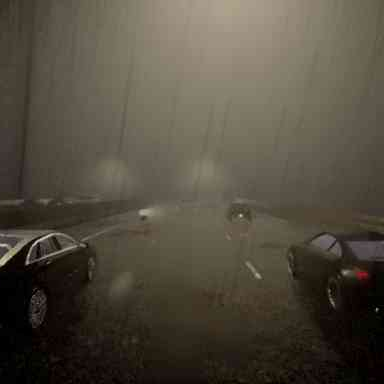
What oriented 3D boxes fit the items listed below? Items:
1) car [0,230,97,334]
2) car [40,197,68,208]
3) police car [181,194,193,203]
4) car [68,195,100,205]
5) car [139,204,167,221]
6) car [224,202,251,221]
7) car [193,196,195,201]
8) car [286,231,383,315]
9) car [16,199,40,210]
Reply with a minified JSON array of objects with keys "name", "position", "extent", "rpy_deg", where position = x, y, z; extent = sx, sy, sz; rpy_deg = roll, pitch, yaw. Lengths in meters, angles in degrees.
[{"name":"car","position":[-3.376,1.506,6.746],"extent":[2.128,1.511,4.902],"rpy_deg":[0,0,0]},{"name":"car","position":[-17.035,1.482,42.641],"extent":[2.097,1.767,4.553],"rpy_deg":[0,0,2]},{"name":"police car","position":[-1.568,1.839,81.008],"extent":[2.038,1.542,4.974],"rpy_deg":[0,0,3]},{"name":"car","position":[-13.536,1.353,42.961],"extent":[2.150,2.045,5.566],"rpy_deg":[0,0,2]},{"name":"car","position":[-3.152,1.683,28.261],"extent":[1.895,1.301,4.718],"rpy_deg":[0,0,1]},{"name":"car","position":[3.853,1.590,28.331],"extent":[1.837,1.490,4.892],"rpy_deg":[0,0,1]},{"name":"car","position":[-1.013,1.621,91.993],"extent":[2.150,2.045,5.566],"rpy_deg":[0,0,3]},{"name":"car","position":[3.629,1.583,7.714],"extent":[1.994,1.385,4.181],"rpy_deg":[0,0,0]},{"name":"car","position":[-20.540,1.654,42.462],"extent":[1.812,1.442,4.674],"rpy_deg":[0,0,2]}]
